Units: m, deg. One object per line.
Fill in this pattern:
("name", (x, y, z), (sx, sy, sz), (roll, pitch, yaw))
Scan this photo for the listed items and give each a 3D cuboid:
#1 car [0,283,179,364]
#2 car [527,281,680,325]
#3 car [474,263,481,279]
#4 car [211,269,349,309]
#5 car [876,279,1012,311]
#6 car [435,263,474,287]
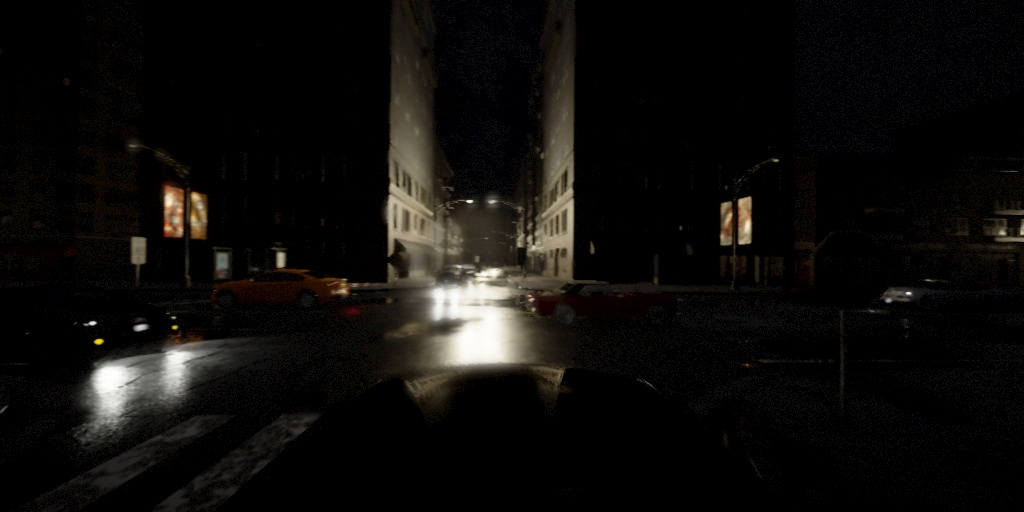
("car", (-9.721, 1.294, 7.626), (4.181, 1.385, 1.994), (0, -1, 4))
("car", (2.932, 1.496, 11.896), (4.718, 1.301, 1.895), (1, -1, -3))
("car", (-4.777, 1.627, 38.463), (2.128, 1.511, 4.902), (1, -1, -2))
("car", (-9.445, 1.284, 14.786), (5.008, 1.535, 1.882), (1, -1, -3))
("car", (18.998, 1.694, 16.091), (4.718, 1.301, 1.895), (1, -1, -3))
("car", (-4.471, 1.494, 27.181), (2.128, 1.511, 4.902), (1, -1, 1))
